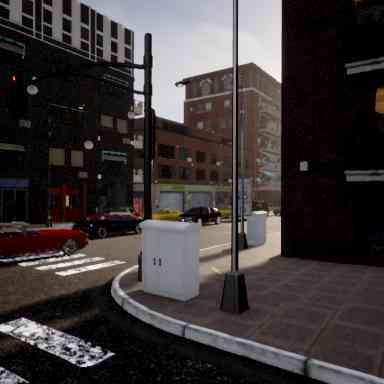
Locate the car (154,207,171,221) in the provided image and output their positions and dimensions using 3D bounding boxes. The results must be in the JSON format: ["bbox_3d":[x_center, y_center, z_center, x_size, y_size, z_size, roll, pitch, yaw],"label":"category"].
[{"bbox_3d":[-2.353,1.944,27.528,1.752,1.417,4.829,-1,-2,35],"label":"car"}]

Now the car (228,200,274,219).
[{"bbox_3d":[6.385,1.866,35.494,2.150,2.045,5.566,0,-1,35],"label":"car"}]

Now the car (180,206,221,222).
[{"bbox_3d":[0.905,2.092,32.196,1.947,1.339,4.313,-1,-2,35],"label":"car"}]

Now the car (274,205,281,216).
[{"bbox_3d":[12.513,2.394,44.205,2.033,1.411,5.357,0,-1,35],"label":"car"}]

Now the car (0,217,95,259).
[{"bbox_3d":[-6.308,1.757,12.167,4.718,1.301,1.895,1,-1,-42],"label":"car"}]

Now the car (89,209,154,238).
[{"bbox_3d":[-4.667,1.881,19.663,1.895,1.301,4.718,0,-1,35],"label":"car"}]

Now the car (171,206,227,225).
[{"bbox_3d":[0.700,1.962,27.349,1.837,1.490,4.892,0,-1,35],"label":"car"}]

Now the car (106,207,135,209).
[{"bbox_3d":[-5.416,1.758,23.141,1.967,1.590,4.097,-1,-2,35],"label":"car"}]
